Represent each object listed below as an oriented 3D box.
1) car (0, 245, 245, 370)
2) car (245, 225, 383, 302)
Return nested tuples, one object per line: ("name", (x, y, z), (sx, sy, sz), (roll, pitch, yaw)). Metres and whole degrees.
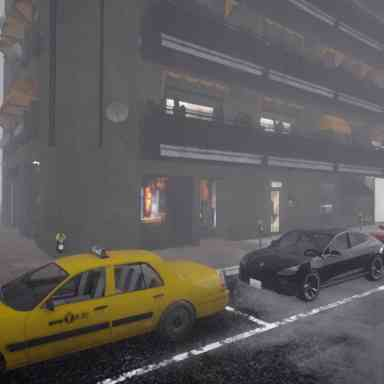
("car", (-1.638, 1.526, 4.915), (4.829, 1.417, 1.752), (0, 1, -35))
("car", (3.125, 1.567, 8.297), (4.313, 1.339, 1.947), (0, 1, -35))
